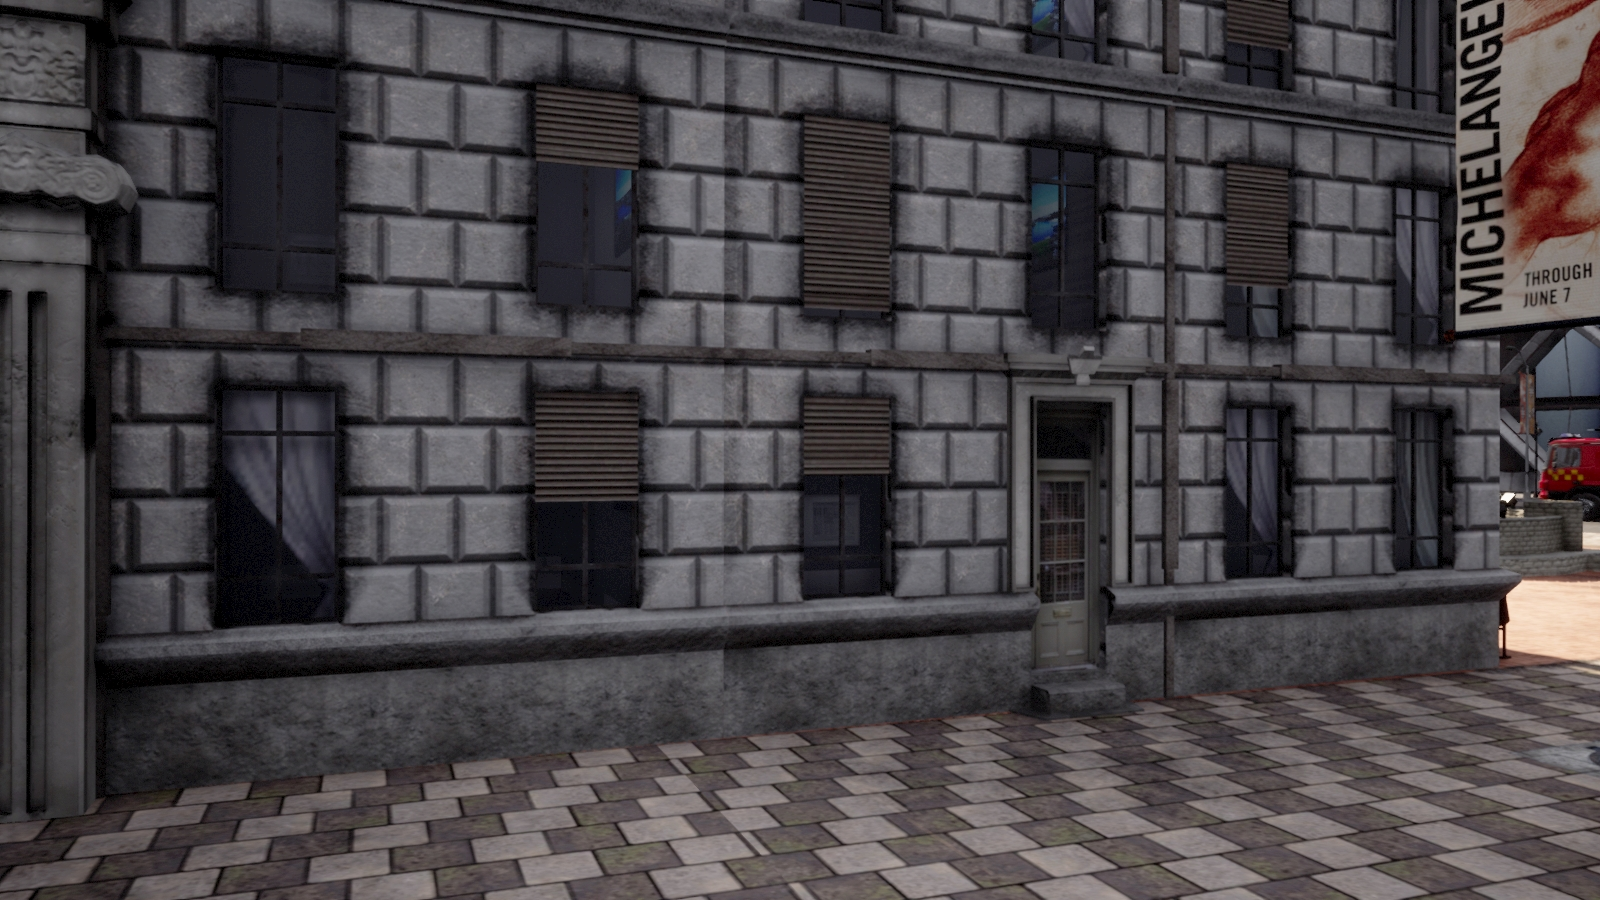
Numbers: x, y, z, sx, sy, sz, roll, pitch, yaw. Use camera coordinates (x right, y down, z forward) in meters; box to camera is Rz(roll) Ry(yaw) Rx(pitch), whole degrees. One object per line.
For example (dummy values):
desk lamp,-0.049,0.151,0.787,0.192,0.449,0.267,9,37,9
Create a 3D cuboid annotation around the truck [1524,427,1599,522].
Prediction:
truck,34.248,0.984,45.706,2.891,3.827,8.468,0,0,-43
